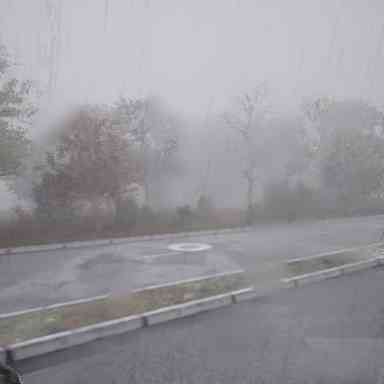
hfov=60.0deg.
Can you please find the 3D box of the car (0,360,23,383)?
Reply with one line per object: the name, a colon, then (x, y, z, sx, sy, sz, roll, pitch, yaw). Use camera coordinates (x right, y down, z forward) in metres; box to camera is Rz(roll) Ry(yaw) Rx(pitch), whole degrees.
car: (-3.222, 1.496, 1.142, 4.902, 1.511, 2.128, 0, 0, -35)
